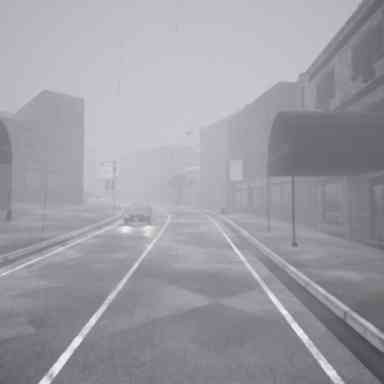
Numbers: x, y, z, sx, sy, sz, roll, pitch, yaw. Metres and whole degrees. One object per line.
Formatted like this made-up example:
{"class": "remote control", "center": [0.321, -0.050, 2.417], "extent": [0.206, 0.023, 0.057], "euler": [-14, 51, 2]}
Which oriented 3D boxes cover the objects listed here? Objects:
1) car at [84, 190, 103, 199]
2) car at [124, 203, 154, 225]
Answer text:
{"class": "car", "center": [-18.771, 0.486, 62.998], "extent": [4.892, 1.490, 1.837], "euler": [4, 0, 45]}
{"class": "car", "center": [-3.759, 1.540, 24.199], "extent": [1.812, 1.442, 4.674], "euler": [0, 0, -2]}
